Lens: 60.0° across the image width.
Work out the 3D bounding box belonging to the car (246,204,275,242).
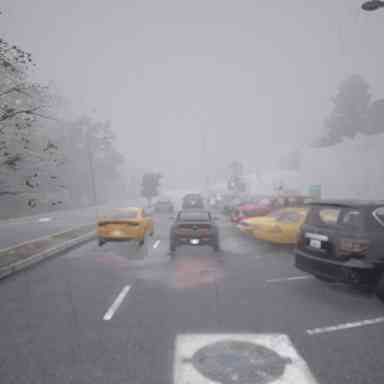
[{"bbox_3d":[5.243,1.454,13.926,5.366,1.575,1.946,1,0,-20],"label":"car"}]

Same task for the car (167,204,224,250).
[{"bbox_3d":[0.097,1.472,14.032,1.837,1.490,4.892,0,0,0],"label":"car"}]

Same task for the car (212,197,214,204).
[{"bbox_3d":[5.073,1.514,37.864,4.674,1.452,2.002,1,1,-20],"label":"car"}]

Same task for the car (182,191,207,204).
[{"bbox_3d":[0.100,1.209,35.105,2.150,2.045,5.566,0,0,0],"label":"car"}]

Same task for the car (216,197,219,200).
[{"bbox_3d":[5.073,1.514,31.865,4.674,1.452,2.002,1,0,-20],"label":"car"}]

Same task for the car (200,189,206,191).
[{"bbox_3d":[5.043,0.849,82.879,4.553,1.767,2.185,0,1,-20],"label":"car"}]

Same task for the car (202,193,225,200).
[{"bbox_3d":[5.045,1.089,76.890,4.792,1.488,2.163,0,1,-20],"label":"car"}]

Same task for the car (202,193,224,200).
[{"bbox_3d":[5.066,1.057,79.909,4.674,1.452,2.002,0,1,-20],"label":"car"}]

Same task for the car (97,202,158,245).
[{"bbox_3d":[-2.902,1.444,15.366,1.882,1.535,5.008,0,0,0],"label":"car"}]

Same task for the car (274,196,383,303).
[{"bbox_3d":[5.097,1.210,7.874,5.566,2.045,2.435,1,0,-20],"label":"car"}]

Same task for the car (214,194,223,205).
[{"bbox_3d":[5.102,1.349,34.875,4.553,1.767,2.185,1,0,-20],"label":"car"}]

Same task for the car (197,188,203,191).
[{"bbox_3d":[5.049,0.597,91.819,5.566,2.045,2.435,0,1,-20],"label":"car"}]

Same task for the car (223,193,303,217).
[{"bbox_3d":[5.049,1.205,19.844,5.566,2.045,2.435,1,0,-20],"label":"car"}]

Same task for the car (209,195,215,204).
[{"bbox_3d":[5.096,1.492,40.889,4.792,1.488,2.163,1,0,-20],"label":"car"}]

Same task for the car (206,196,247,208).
[{"bbox_3d":[4.898,1.427,46.816,5.366,1.575,1.946,1,1,-20],"label":"car"}]

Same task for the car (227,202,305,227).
[{"bbox_3d":[5.044,1.489,22.847,4.792,1.488,2.163,1,0,-20],"label":"car"}]

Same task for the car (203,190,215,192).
[{"bbox_3d":[5.048,1.132,52.867,5.566,2.045,2.435,1,1,-20],"label":"car"}]

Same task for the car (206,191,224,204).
[{"bbox_3d":[5.099,1.199,43.887,5.566,2.045,2.435,1,0,-20],"label":"car"}]

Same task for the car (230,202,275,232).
[{"bbox_3d":[4.896,1.448,16.792,5.366,1.575,1.946,1,0,-20],"label":"car"}]

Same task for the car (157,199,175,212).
[{"bbox_3d":[-2.901,1.479,35.925,2.128,1.511,4.902,0,0,0],"label":"car"}]

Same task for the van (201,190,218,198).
[{"bbox_3d":[4.965,0.580,94.772,4.442,1.987,1.878,0,1,-20],"label":"van"}]

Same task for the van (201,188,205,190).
[{"bbox_3d":[5.182,0.708,85.912,4.442,1.987,1.878,0,1,-20],"label":"van"}]

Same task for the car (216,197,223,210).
[{"bbox_3d":[5.063,1.471,28.864,5.008,1.535,2.097,1,0,-20],"label":"car"}]
